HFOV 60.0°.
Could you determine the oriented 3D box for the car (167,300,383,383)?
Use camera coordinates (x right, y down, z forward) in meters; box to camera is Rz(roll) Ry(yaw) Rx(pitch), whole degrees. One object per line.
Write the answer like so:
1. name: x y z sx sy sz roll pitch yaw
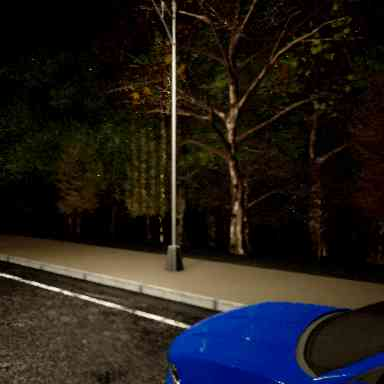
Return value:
1. car: 2.047 1.474 2.225 5.008 1.535 1.882 0 0 35
